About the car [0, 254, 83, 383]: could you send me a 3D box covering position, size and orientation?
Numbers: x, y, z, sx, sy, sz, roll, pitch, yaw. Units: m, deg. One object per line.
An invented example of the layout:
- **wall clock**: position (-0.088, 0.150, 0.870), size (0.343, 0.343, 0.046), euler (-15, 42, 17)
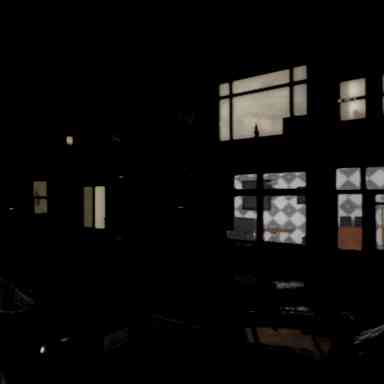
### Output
- **car**: position (-2.475, 1.559, 4.650), size (4.313, 1.339, 1.947), euler (0, 0, 36)

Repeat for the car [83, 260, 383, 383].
- **car**: position (2.031, 1.317, 1.438), size (5.009, 1.841, 2.192), euler (0, 0, 36)
